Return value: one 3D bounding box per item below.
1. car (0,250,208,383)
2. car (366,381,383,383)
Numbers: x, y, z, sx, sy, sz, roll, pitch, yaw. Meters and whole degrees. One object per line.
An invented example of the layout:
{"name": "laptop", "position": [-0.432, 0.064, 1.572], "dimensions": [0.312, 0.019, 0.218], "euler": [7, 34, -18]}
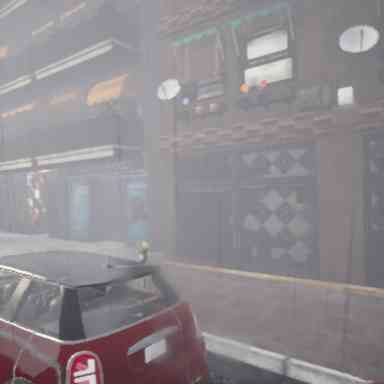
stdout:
{"name": "car", "position": [-1.905, 1.453, 4.117], "dimensions": [4.097, 1.590, 1.967], "euler": [0, -1, 36]}
{"name": "car", "position": [2.592, 1.539, 0.895], "dimensions": [4.507, 1.381, 1.887], "euler": [0, -1, 36]}
